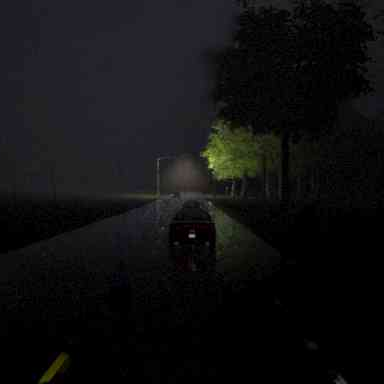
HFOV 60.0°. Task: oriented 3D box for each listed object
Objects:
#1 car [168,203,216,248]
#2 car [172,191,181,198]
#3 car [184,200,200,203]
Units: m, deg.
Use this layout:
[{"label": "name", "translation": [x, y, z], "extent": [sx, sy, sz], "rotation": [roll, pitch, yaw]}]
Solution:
[{"label": "car", "translation": [0.001, 1.449, 14.652], "extent": [1.882, 1.535, 5.008], "rotation": [0, 0, 0]}, {"label": "car", "translation": [-3.499, 0.640, 75.956], "extent": [1.837, 1.490, 4.892], "rotation": [0, 1, 0]}, {"label": "car", "translation": [0.001, 1.409, 29.653], "extent": [1.812, 1.442, 4.674], "rotation": [0, 0, 0]}]
